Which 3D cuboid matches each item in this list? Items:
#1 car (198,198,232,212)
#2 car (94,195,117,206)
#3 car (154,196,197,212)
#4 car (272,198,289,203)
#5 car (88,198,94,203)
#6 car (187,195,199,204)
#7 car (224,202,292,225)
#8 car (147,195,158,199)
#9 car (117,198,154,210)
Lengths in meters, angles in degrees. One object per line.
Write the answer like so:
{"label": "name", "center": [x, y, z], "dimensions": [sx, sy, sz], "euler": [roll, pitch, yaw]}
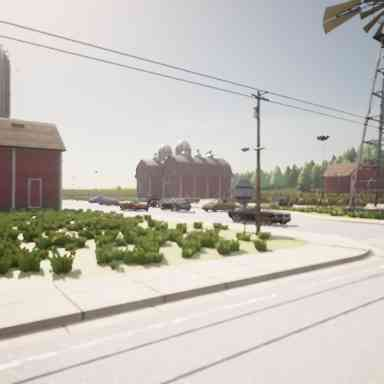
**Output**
{"label": "car", "center": [3.237, 1.600, 39.893], "dimensions": [4.193, 1.474, 1.816], "euler": [0, 0, -36]}
{"label": "car", "center": [-14.067, 1.624, 55.748], "dimensions": [2.033, 1.411, 5.357], "euler": [0, 0, -36]}
{"label": "car", "center": [-2.068, 1.569, 39.555], "dimensions": [2.128, 1.511, 4.902], "euler": [0, 0, -37]}
{"label": "car", "center": [12.919, 1.663, 48.449], "dimensions": [3.905, 1.438, 1.784], "euler": [0, 0, -36]}
{"label": "car", "center": [-19.466, 1.570, 69.981], "dimensions": [4.611, 1.667, 2.242], "euler": [0, 0, -36]}
{"label": "car", "center": [-0.493, 1.450, 66.490], "dimensions": [4.605, 1.855, 1.932], "euler": [0, 0, -36]}
{"label": "car", "center": [4.826, 1.666, 24.015], "dimensions": [1.895, 1.301, 4.718], "euler": [0, 0, -36]}
{"label": "car", "center": [-5.178, 1.405, 50.441], "dimensions": [3.866, 1.878, 1.905], "euler": [0, 0, -36]}
{"label": "car", "center": [-6.870, 1.665, 39.834], "dimensions": [1.895, 1.301, 4.718], "euler": [0, 0, -36]}
